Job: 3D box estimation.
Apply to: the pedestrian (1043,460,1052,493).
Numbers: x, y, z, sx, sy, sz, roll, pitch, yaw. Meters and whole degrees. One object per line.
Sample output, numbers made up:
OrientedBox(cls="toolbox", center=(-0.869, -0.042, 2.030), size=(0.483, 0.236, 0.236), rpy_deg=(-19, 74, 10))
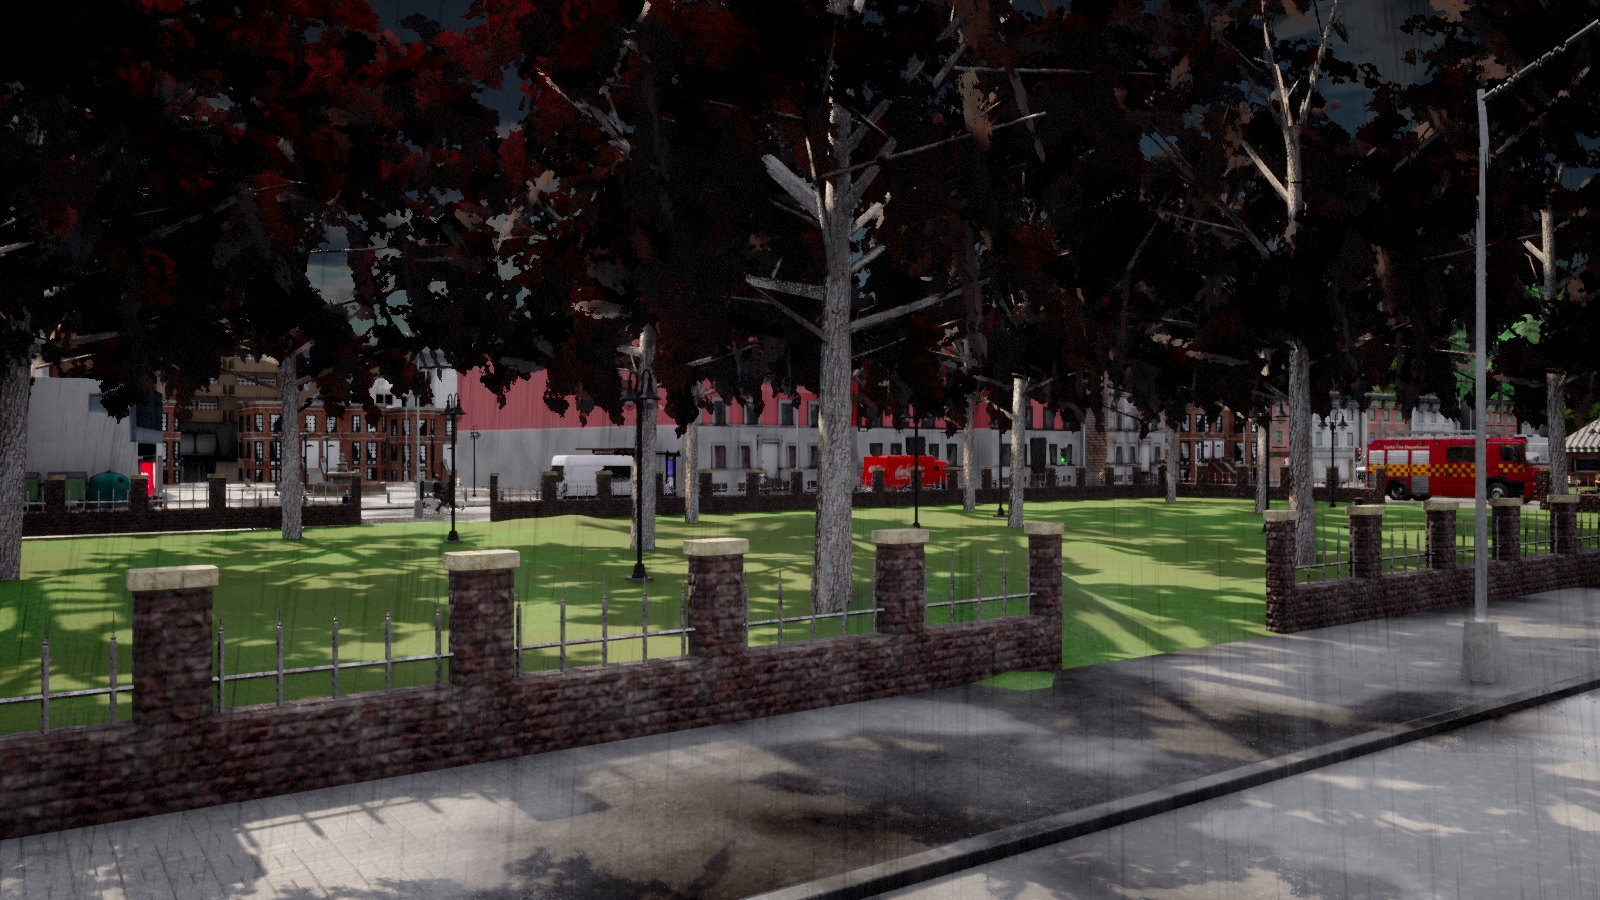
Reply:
OrientedBox(cls="pedestrian", center=(13.993, 1.506, 64.628), size=(0.375, 1.860, 0.375), rpy_deg=(0, 0, 44))

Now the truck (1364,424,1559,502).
OrientedBox(cls="truck", center=(34.631, 0.645, 60.204), size=(2.891, 3.827, 8.468), rpy_deg=(0, 0, -34))

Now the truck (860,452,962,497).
OrientedBox(cls="truck", center=(6.235, 1.329, 64.064), size=(5.204, 2.467, 2.627), rpy_deg=(0, 0, -35))

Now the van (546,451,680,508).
OrientedBox(cls="van", center=(-8.719, 1.304, 53.602), size=(5.915, 2.561, 1.988), rpy_deg=(0, 0, -35))
